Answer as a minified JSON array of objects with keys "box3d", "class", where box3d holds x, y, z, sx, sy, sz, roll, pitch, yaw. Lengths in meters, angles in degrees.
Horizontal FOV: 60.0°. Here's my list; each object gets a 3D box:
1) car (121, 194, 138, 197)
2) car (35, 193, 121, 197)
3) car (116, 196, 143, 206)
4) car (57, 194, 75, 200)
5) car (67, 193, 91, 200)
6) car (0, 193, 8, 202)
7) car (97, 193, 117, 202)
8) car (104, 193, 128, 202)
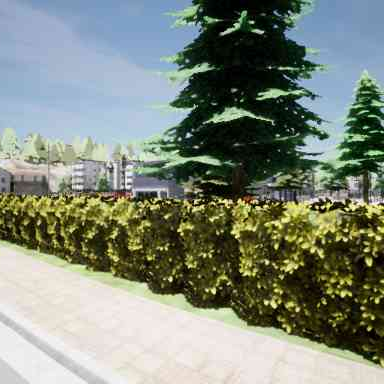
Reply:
[{"box3d":[-8.047,1.219,31.017,2.150,2.045,5.566,0,0,44],"class":"car"},{"box3d":[-8.524,1.219,25.196,2.150,2.045,5.566,0,0,44],"class":"car"},{"box3d":[-10.041,1.380,53.291,1.970,1.475,3.806,0,0,44],"class":"car"},{"box3d":[-32.124,1.224,84.624,1.970,1.475,3.806,0,0,44],"class":"car"},{"box3d":[-27.325,1.146,80.350,2.152,1.636,5.027,0,0,44],"class":"car"},{"box3d":[-41.761,1.089,70.170,1.932,1.855,4.605,0,0,44],"class":"car"},{"box3d":[-18.211,1.071,71.371,1.905,1.878,3.866,0,0,44],"class":"car"},{"box3d":[-15.852,1.091,69.626,1.932,1.855,4.605,0,0,44],"class":"car"}]
